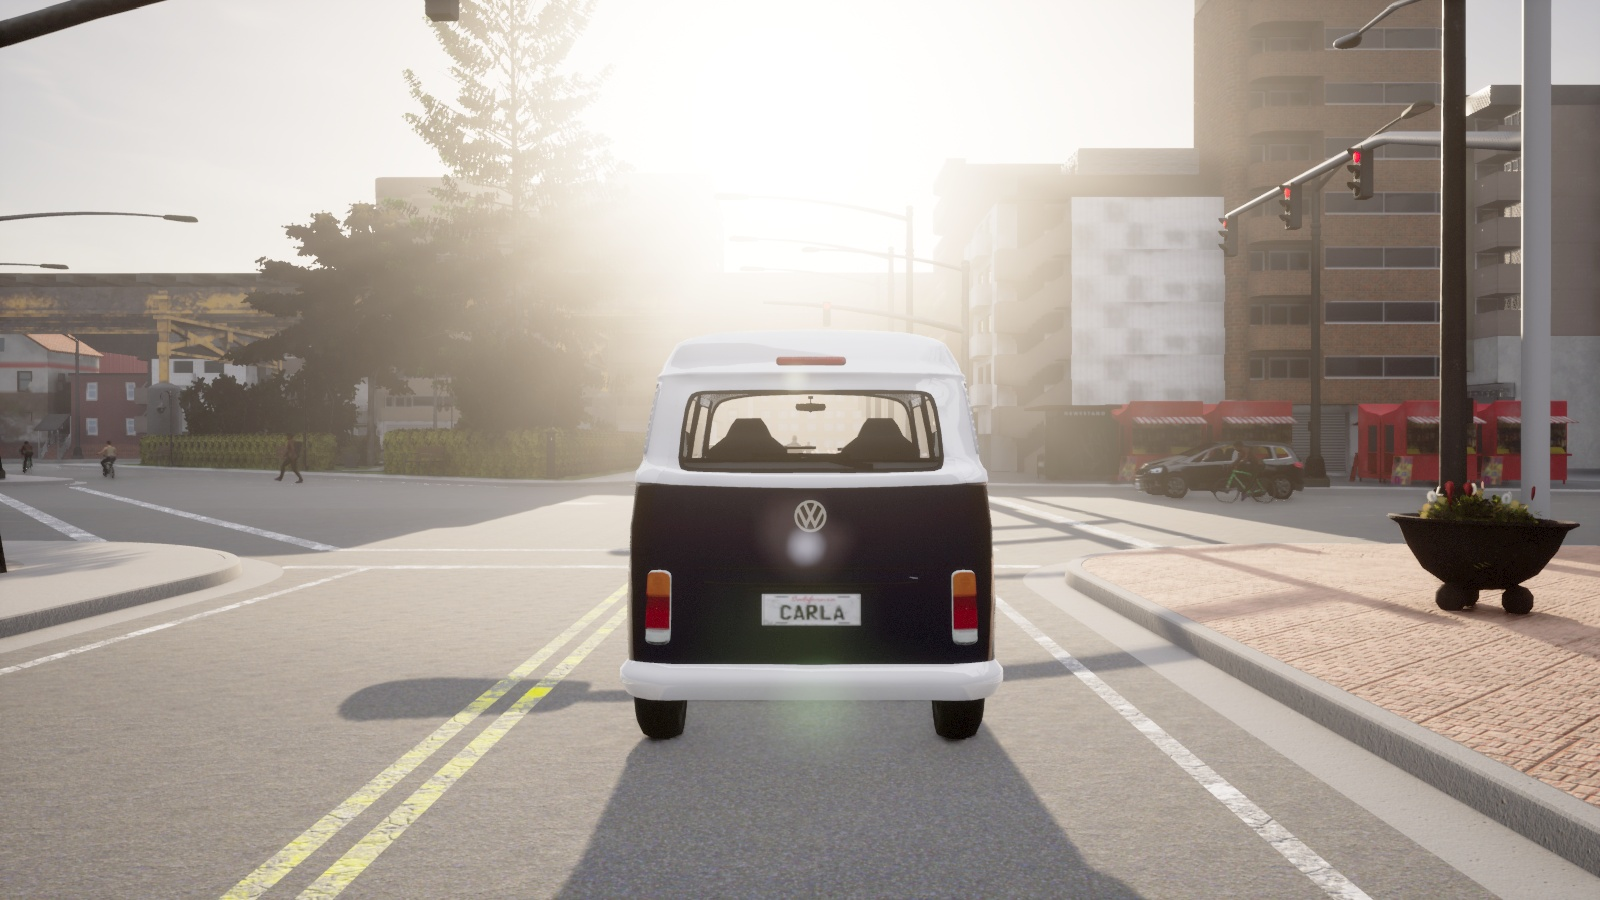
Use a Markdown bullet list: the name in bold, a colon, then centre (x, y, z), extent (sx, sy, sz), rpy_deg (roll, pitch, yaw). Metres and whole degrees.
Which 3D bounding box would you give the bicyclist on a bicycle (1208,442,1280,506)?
- **bicyclist on a bicycle**: centre (11.511, 0.616, 32.581), extent (1.656, 1.620, 0.582), rpy_deg (0, 0, 0)

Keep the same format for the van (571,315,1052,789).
- **van**: centre (0.066, 0.427, 7.651), extent (2.069, 2.038, 4.480), rpy_deg (0, 0, 0)

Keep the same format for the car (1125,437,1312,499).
- **car**: centre (11.935, 0.491, 36.079), extent (4.611, 1.667, 2.242), rpy_deg (1, 0, 0)

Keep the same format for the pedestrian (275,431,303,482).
- **pedestrian**: centre (-18.021, 0.230, 44.275), extent (0.869, 1.805, 0.328), rpy_deg (0, 0, -8)
